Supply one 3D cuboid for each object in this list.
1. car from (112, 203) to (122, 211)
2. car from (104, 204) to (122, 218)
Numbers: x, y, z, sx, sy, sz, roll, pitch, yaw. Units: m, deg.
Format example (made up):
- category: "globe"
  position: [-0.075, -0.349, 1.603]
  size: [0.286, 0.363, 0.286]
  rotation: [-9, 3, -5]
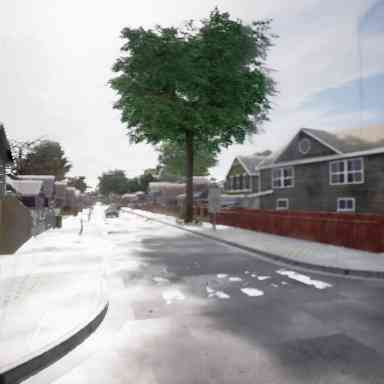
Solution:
- category: "car"
  position: [-19.132, 3.818, 84.866]
  size: [2.097, 1.767, 4.553]
  rotation: [0, -2, -16]
- category: "car"
  position: [-12.008, 3.006, 49.823]
  size: [1.837, 1.490, 4.892]
  rotation: [0, -2, -16]
